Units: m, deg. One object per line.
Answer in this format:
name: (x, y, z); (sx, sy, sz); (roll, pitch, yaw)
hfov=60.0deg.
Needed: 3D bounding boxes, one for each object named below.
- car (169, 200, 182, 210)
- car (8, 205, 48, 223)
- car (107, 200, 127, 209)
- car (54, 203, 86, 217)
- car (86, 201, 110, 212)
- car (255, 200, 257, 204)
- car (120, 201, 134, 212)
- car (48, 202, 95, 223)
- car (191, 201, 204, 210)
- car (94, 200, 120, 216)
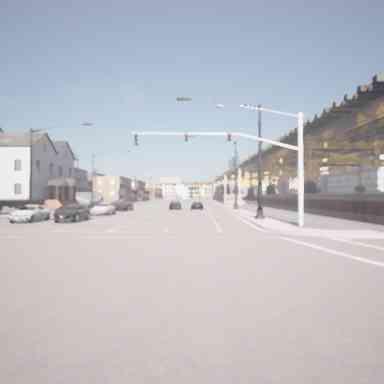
car: (-2.657, 2.083, 53.516); (2.128, 1.511, 4.902); (0, -1, 1)
car: (-13.879, 1.847, 28.801); (1.812, 1.442, 4.674); (0, -1, 2)
car: (-13.083, 2.193, 58.292); (2.033, 1.411, 5.357); (0, -1, 2)
car: (-13.648, 1.981, 37.510); (1.994, 1.385, 4.181); (0, -1, 2)
car: (-13.392, 2.035, 47.741); (1.837, 1.490, 4.892); (0, -1, 2)
car: (17.552, 2.374, 83.968); (4.974, 1.542, 2.038); (1, -1, -45)
car: (-9.866, 2.018, 48.796); (1.882, 1.535, 5.008); (0, -1, 2)
car: (-10.370, 1.829, 29.087); (1.837, 1.490, 4.892); (0, -1, 2)
car: (0.842, 2.153, 53.427); (1.994, 1.385, 4.181); (0, -1, 1)
car: (-10.129, 1.951, 38.323); (1.812, 1.442, 4.674); (0, -1, 1)
